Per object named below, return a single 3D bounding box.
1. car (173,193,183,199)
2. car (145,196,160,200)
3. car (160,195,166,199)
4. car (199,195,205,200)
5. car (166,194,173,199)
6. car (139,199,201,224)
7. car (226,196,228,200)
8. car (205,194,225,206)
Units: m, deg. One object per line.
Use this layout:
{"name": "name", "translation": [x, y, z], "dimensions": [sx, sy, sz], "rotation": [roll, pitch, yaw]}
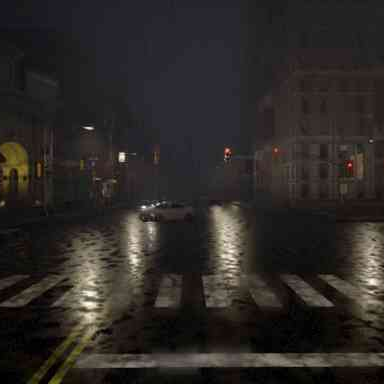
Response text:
{"name": "car", "translation": [-3.966, 1.224, 85.950], "dimensions": [2.150, 2.045, 5.566], "rotation": [0, 0, 19]}
{"name": "car", "translation": [-7.013, 1.601, 56.096], "dimensions": [1.895, 1.301, 4.718], "rotation": [0, 0, 1]}
{"name": "car", "translation": [-6.979, 1.491, 65.733], "dimensions": [2.128, 1.511, 4.902], "rotation": [0, 0, 1]}
{"name": "car", "translation": [3.319, 1.524, 85.422], "dimensions": [1.812, 1.442, 4.674], "rotation": [0, 0, 22]}
{"name": "car", "translation": [-6.440, 1.525, 75.886], "dimensions": [2.128, 1.511, 4.902], "rotation": [0, 0, 7]}
{"name": "car", "translation": [-1.790, 1.525, 24.963], "dimensions": [4.674, 1.442, 1.812], "rotation": [0, 0, -44]}
{"name": "car", "translation": [8.270, 1.466, 94.411], "dimensions": [1.882, 1.535, 5.008], "rotation": [0, 0, 38]}
{"name": "car", "translation": [3.627, 1.491, 53.646], "dimensions": [2.128, 1.511, 4.902], "rotation": [0, 0, 0]}
